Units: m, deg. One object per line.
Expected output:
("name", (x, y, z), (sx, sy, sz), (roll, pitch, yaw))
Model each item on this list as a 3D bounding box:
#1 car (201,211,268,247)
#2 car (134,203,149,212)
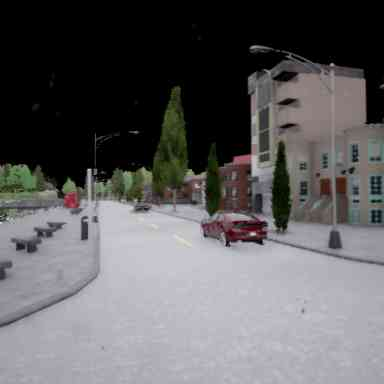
("car", (1.891, 1.665, 16.413), (1.882, 1.535, 5.008), (0, -1, -16))
("car", (-7.794, 2.332, 50.875), (1.895, 1.301, 4.718), (0, -1, -16))
